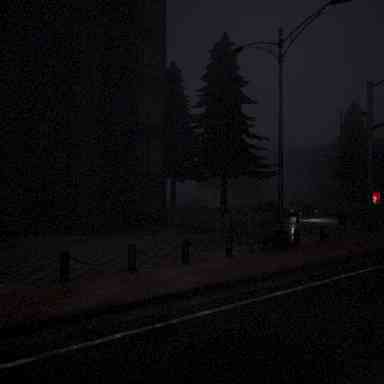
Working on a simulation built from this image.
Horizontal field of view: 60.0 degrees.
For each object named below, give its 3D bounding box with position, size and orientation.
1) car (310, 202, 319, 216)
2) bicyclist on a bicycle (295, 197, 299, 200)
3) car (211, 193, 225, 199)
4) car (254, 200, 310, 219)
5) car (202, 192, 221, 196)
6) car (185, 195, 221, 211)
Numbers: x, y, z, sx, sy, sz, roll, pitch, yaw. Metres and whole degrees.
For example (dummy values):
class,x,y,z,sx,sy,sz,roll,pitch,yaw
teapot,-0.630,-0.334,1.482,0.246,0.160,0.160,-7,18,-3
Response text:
class,x,y,z,sx,sy,sz,roll,pitch,yaw
car,9.961,1.519,32.516,1.837,1.490,4.892,0,0,-37
bicyclist on a bicycle,11.559,1.316,36.665,1.656,1.620,0.582,0,0,-37
car,7.394,1.092,94.536,1.905,1.878,3.866,0,0,-37
car,7.616,1.541,29.505,1.812,1.442,4.674,0,0,-38
car,5.304,1.113,92.476,1.932,1.855,4.605,0,0,-37
car,1.418,1.493,37.698,1.882,1.535,5.008,0,0,-37
